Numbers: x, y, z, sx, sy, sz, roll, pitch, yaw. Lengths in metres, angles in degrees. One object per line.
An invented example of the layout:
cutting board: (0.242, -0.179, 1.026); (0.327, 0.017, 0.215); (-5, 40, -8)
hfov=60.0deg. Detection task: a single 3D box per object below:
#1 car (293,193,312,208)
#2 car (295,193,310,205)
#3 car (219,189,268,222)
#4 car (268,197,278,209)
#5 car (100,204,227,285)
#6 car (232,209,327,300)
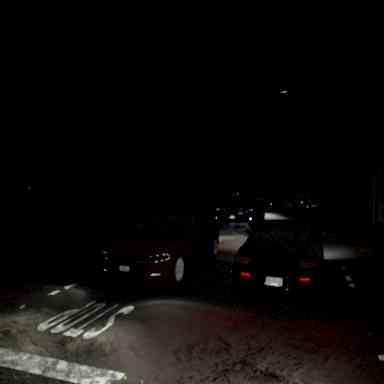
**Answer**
car: (12.396, 1.038, 37.371); (1.994, 1.385, 4.181); (0, 0, 20)
car: (15.618, 0.922, 46.857); (1.882, 1.535, 5.008); (0, 0, 19)
car: (2.956, 0.885, 19.723); (2.150, 2.045, 5.566); (0, 1, 19)
car: (6.930, 1.108, 31.167); (1.895, 1.301, 4.718); (0, 1, 20)
car: (-0.612, 1.319, 9.441); (1.882, 1.535, 5.008); (0, 1, 20)
car: (2.208, 1.385, 8.077); (1.812, 1.442, 4.674); (0, 1, 19)
